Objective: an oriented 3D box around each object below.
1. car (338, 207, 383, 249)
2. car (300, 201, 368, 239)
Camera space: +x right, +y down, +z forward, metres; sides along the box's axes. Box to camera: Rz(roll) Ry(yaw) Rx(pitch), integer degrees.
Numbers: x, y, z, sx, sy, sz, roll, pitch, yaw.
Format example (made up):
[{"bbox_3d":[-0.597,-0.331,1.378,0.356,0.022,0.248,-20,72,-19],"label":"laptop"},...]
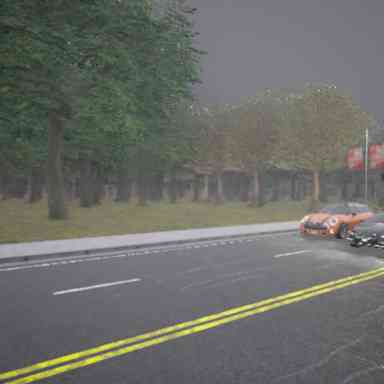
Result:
[{"bbox_3d":[8.339,1.517,13.693,4.892,1.490,1.837,0,0,-36],"label":"car"},{"bbox_3d":[7.664,1.367,17.210,4.553,1.767,2.097,0,0,-36],"label":"car"}]
